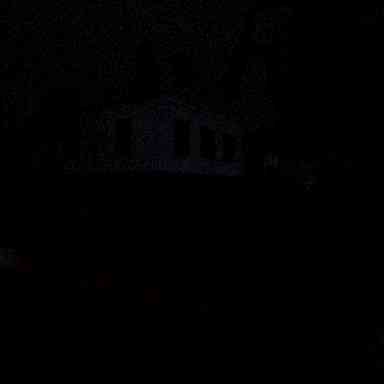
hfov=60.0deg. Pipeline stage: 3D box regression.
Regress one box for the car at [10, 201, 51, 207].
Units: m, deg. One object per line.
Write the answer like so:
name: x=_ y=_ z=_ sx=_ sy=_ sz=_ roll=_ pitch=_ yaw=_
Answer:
car: x=-14.762 y=1.528 z=29.228 sx=2.033 sy=1.411 sz=5.357 roll=0 pitch=0 yaw=29
